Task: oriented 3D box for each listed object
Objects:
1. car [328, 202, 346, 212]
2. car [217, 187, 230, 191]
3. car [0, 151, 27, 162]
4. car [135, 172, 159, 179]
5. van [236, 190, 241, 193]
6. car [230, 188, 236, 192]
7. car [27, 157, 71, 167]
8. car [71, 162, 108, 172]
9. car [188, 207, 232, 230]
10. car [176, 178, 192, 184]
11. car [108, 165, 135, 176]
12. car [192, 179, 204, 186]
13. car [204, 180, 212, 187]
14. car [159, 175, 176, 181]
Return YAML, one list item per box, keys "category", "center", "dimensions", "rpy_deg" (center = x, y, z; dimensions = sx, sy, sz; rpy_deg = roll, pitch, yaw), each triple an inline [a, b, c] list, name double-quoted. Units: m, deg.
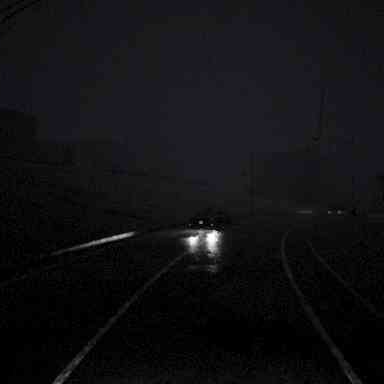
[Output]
- category: "car"
  center: [24.793, 2.542, 56.777]
  dimensions: [1.882, 1.535, 5.008]
  rpy_deg: [-2, -3, 38]
- category: "car"
  center: [7.069, -0.471, 82.316]
  dimensions: [2.002, 1.452, 4.674]
  rpy_deg: [-1, -4, 24]
- category: "car"
  center: [-20.207, -3.524, 34.105]
  dimensions: [2.231, 1.521, 4.892]
  rpy_deg: [-2, -4, 36]
- category: "car"
  center: [-8.009, -2.407, 52.790]
  dimensions: [2.163, 1.488, 4.792]
  rpy_deg: [-2, -4, 31]
- category: "van"
  center: [11.355, 0.103, 92.666]
  dimensions: [1.878, 1.987, 4.442]
  rpy_deg: [-1, -5, 22]
- category: "car"
  center: [9.224, -0.068, 87.406]
  dimensions: [2.002, 1.452, 4.674]
  rpy_deg: [-1, -5, 23]
- category: "car"
  center: [-17.027, -3.223, 38.642]
  dimensions: [2.002, 1.452, 4.674]
  rpy_deg: [-2, -4, 35]
- category: "car"
  center: [-13.944, -2.994, 43.249]
  dimensions: [2.097, 1.535, 5.008]
  rpy_deg: [-2, -4, 34]
- category: "car"
  center: [1.289, 1.711, 22.197]
  dimensions: [1.994, 1.385, 4.181]
  rpy_deg: [-1, -1, 23]
- category: "car"
  center: [-2.626, -1.882, 62.301]
  dimensions: [2.231, 1.521, 4.892]
  rpy_deg: [-1, -4, 29]
- category: "car"
  center: [-10.973, -2.847, 47.906]
  dimensions: [2.185, 1.767, 4.553]
  rpy_deg: [-2, -4, 33]
- category: "car"
  center: [-0.018, -1.698, 67.295]
  dimensions: [2.185, 1.767, 4.553]
  rpy_deg: [-1, -4, 27]
- category: "car"
  center: [2.487, -1.491, 72.312]
  dimensions: [2.435, 2.045, 5.566]
  rpy_deg: [-1, -4, 26]
- category: "car"
  center: [-5.242, -2.120, 57.558]
  dimensions: [2.002, 1.452, 4.674]
  rpy_deg: [-2, -4, 30]
